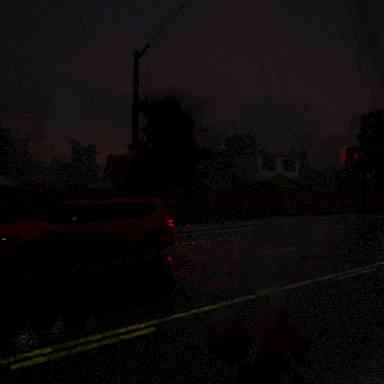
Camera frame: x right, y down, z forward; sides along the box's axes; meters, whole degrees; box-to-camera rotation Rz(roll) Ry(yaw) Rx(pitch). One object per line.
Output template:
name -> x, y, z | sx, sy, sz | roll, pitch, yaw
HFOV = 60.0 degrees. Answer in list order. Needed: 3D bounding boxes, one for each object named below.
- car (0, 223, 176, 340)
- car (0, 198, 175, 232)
car -> -2.419, 1.561, 6.568 | 4.181, 1.385, 1.994 | 0, 0, -36
car -> -3.152, 1.217, 10.345 | 5.566, 2.045, 2.150 | 0, 0, -36
